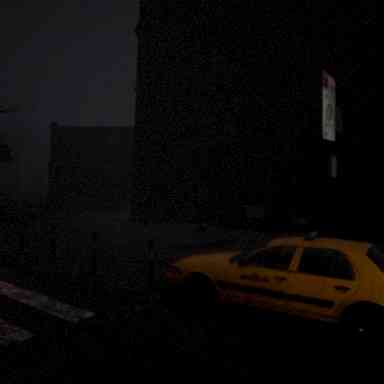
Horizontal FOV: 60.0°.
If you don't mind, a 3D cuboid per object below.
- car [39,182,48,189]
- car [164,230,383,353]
[{"bbox_3d":[-32.513,-1.456,75.585,4.553,1.767,2.185,4,3,24],"label":"car"},{"bbox_3d":[1.919,1.481,6.152,5.366,1.575,1.946,0,0,36],"label":"car"}]
